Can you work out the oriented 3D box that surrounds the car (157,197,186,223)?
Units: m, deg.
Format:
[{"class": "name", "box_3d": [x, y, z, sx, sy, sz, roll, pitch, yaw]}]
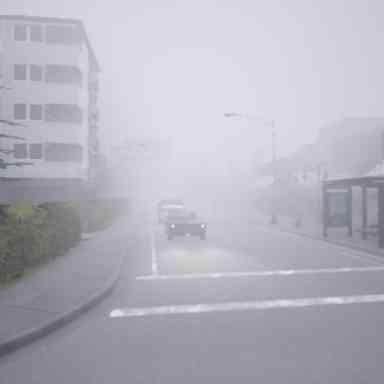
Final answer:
[{"class": "car", "box_3d": [-1.772, 1.490, 28.544, 2.150, 2.045, 5.566, 0, -1, -7]}]

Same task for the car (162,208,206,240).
[{"class": "car", "box_3d": [-0.447, 1.733, 17.968, 1.895, 1.301, 4.718, 0, -1, -7]}]

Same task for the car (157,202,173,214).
[{"class": "car", "box_3d": [-3.644, 2.052, 44.131, 1.994, 1.385, 4.181, 0, -1, -7]}]
